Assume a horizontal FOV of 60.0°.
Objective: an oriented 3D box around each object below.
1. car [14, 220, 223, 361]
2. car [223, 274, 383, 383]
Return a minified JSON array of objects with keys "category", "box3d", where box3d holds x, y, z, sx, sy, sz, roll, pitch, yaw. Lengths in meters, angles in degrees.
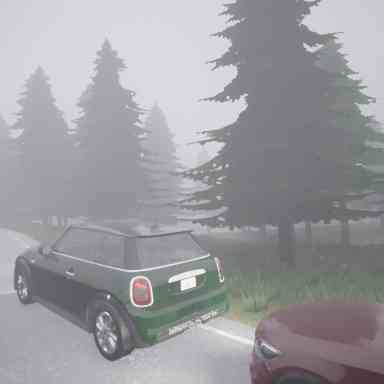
[{"category":"car","box3d":[-1.580,1.308,6.226,4.553,1.767,2.097,1,1,44]},{"category":"car","box3d":[2.744,1.531,2.598,4.674,1.442,1.812,1,0,36]}]
